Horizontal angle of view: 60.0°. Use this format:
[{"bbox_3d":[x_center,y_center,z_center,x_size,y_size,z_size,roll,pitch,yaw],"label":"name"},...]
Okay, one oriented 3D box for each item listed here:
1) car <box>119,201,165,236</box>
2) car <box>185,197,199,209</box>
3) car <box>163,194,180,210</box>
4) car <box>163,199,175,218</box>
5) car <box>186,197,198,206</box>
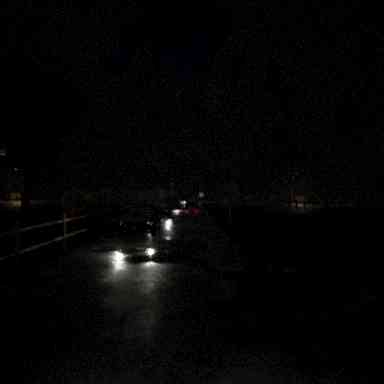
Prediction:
[{"bbox_3d":[-2.834,1.534,18.936,1.882,1.535,5.008,-1,0,-1],"label":"car"},{"bbox_3d":[-0.026,1.681,48.919,1.812,1.442,4.674,-1,0,0],"label":"car"},{"bbox_3d":[-2.839,1.392,47.219,2.150,2.045,5.566,-1,0,0],"label":"car"},{"bbox_3d":[-2.864,1.627,31.269,1.812,1.442,4.674,-1,0,0],"label":"car"},{"bbox_3d":[-0.031,1.703,59.204,2.128,1.511,4.902,-1,0,0],"label":"car"}]
